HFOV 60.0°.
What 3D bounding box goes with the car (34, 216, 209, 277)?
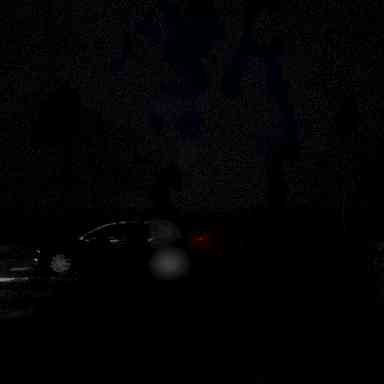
[{"bbox_3d":[-1.965,1.493,9.610,4.892,1.490,1.837,-1,0,1],"label":"car"}]
